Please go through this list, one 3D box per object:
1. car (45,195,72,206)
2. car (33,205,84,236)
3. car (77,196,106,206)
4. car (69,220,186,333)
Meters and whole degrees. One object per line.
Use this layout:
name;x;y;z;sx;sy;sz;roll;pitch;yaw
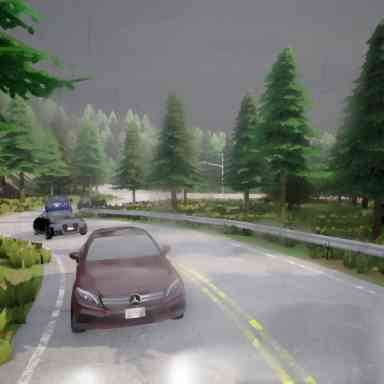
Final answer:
car;-12.893;1.325;32.233;2.150;2.045;5.566;-1;0;-18
car;-7.244;1.665;18.079;1.994;1.385;4.181;-4;2;-38
car;-12.759;1.288;42.826;2.097;1.767;4.553;2;2;13
car;-1.528;1.523;7.103;1.812;1.442;4.674;-2;0;-17
